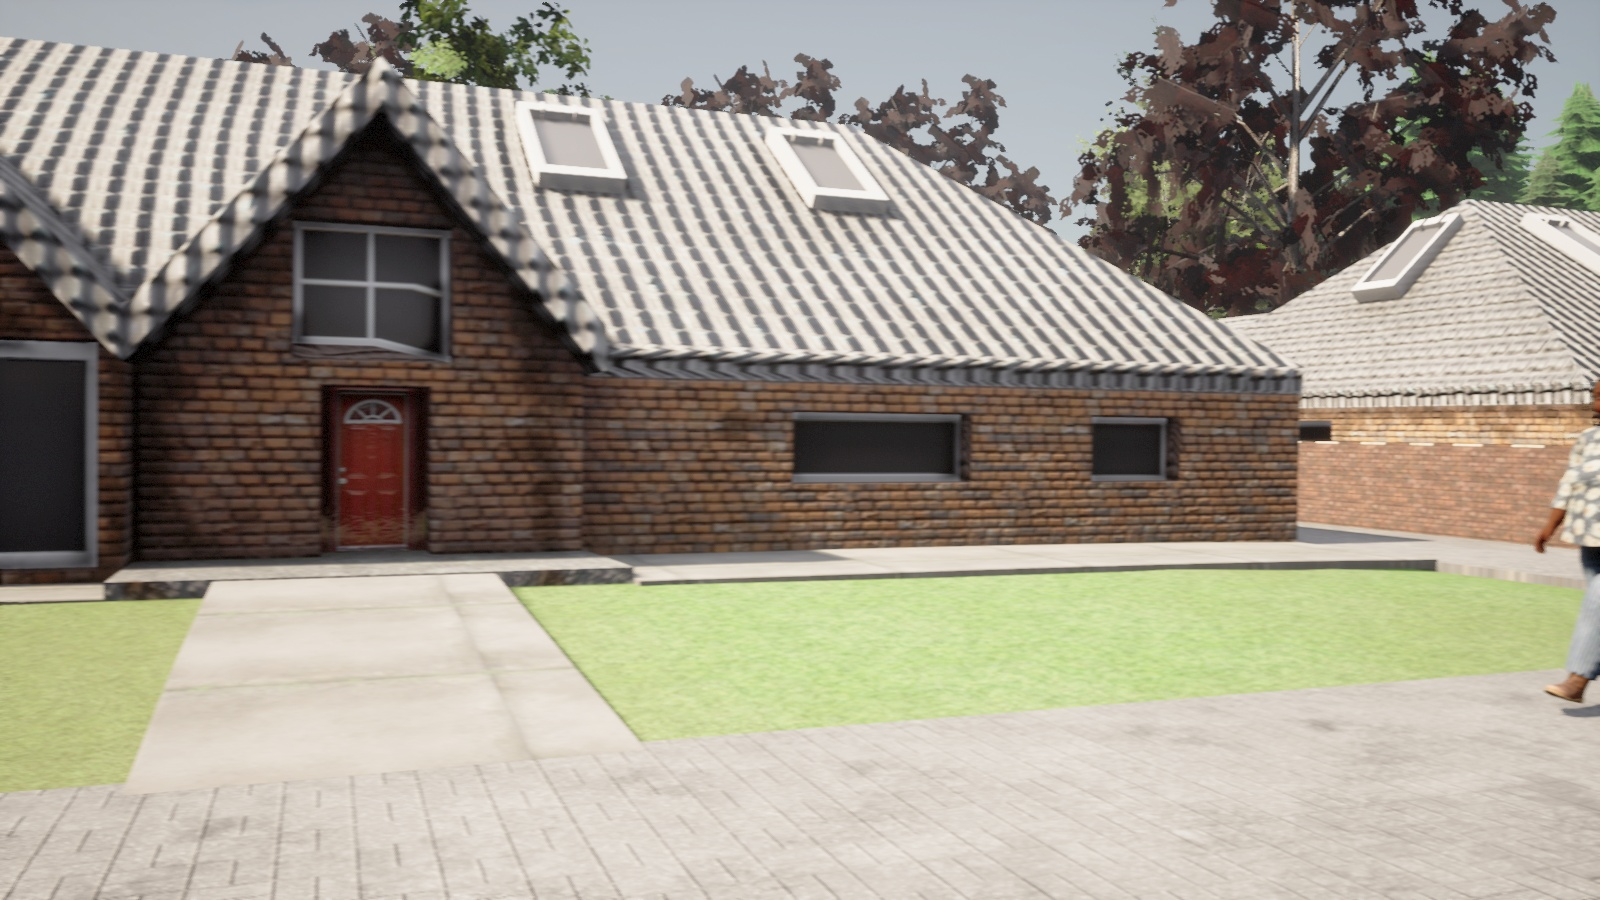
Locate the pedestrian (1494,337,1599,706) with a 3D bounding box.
[{"bbox_3d":[4.383,0.353,6.635,0.900,1.855,0.874,-1,1,-16],"label":"pedestrian"}]
